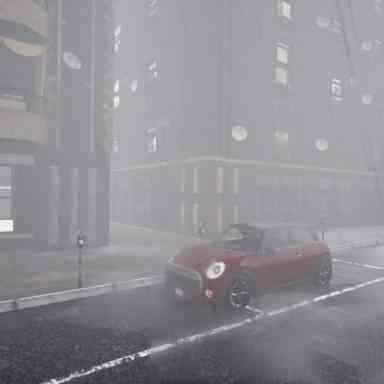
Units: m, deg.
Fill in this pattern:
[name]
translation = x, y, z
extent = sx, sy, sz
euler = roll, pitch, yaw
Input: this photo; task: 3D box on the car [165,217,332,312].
[car]
translation = 1.373, 1.442, 7.684
extent = 4.097, 1.590, 1.967
euler = 0, 1, -36
